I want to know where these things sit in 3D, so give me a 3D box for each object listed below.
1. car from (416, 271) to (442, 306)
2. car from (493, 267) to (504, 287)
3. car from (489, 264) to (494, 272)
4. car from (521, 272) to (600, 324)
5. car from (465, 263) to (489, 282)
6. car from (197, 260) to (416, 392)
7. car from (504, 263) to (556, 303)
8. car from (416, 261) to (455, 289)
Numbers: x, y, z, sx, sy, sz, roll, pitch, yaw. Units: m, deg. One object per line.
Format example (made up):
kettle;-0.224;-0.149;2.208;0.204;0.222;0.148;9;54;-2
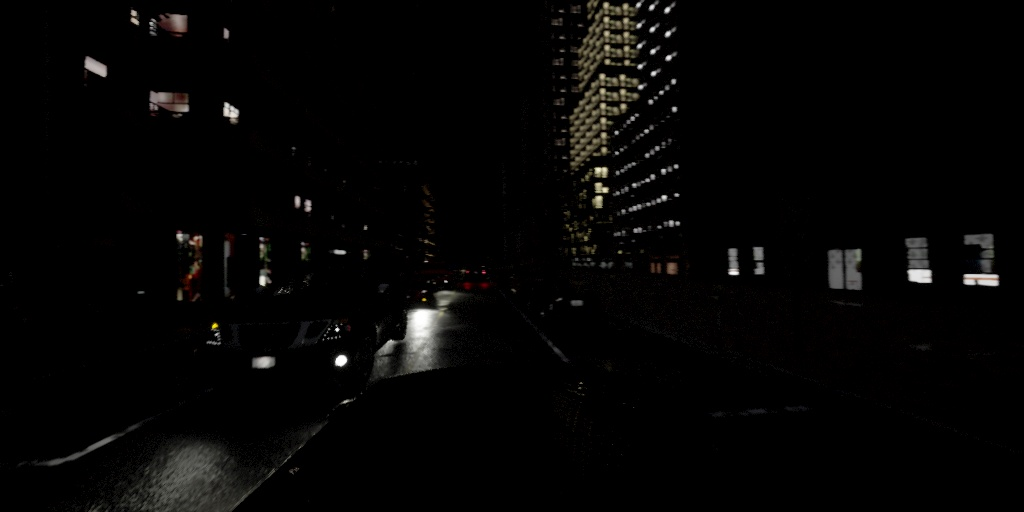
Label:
car;-4.739;1.616;17.449;1.994;1.385;4.181;-1;-1;-6
car;-0.183;1.691;28.888;1.948;1.339;4.313;0;0;-6
car;-3.871;2.229;61.814;1.948;1.339;4.313;0;0;-6
car;1.661;1.429;12.424;1.948;1.339;4.313;0;0;-6
car;-3.733;1.661;37.120;2.097;1.767;4.553;-1;0;-6
car;-3.640;1.119;7.556;2.150;2.045;5.566;-1;-1;-6
car;1.046;1.264;17.913;2.192;1.841;5.009;0;0;-6
car;-5.930;1.444;28.095;2.150;2.045;5.566;-1;-1;-6
